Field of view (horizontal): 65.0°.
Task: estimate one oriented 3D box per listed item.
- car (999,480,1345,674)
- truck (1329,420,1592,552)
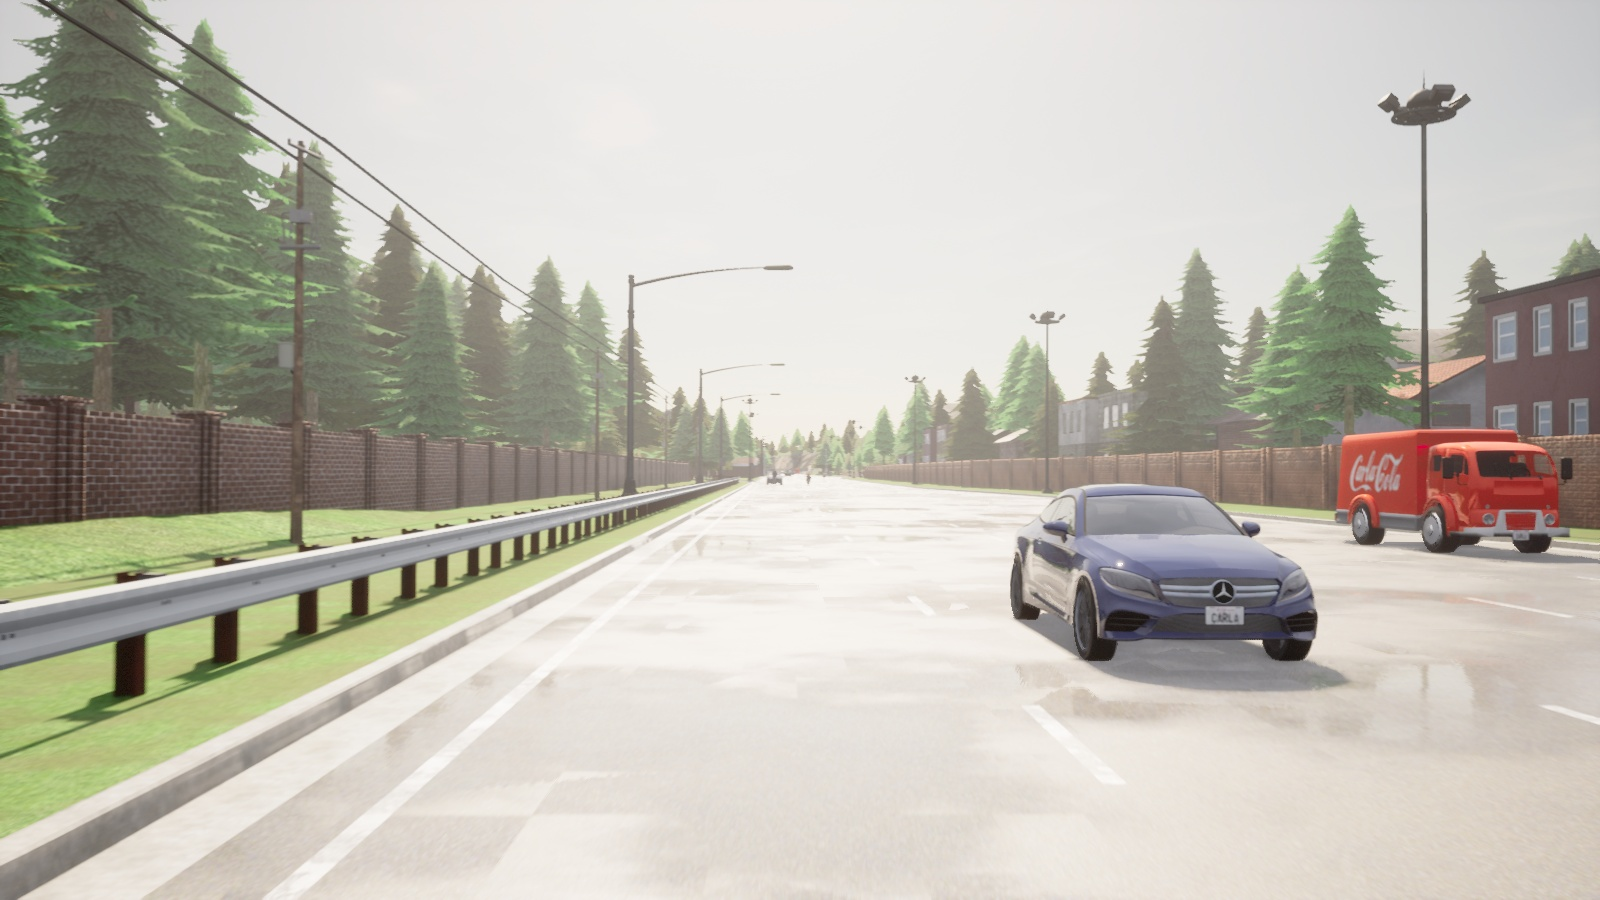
[{"bbox_3d":[3.229,1.029,11.979,1.812,1.442,4.674,0,-1,-1],"label":"car"},{"bbox_3d":[13.466,0.713,26.106,2.627,2.467,5.204,0,-1,-1],"label":"truck"}]
